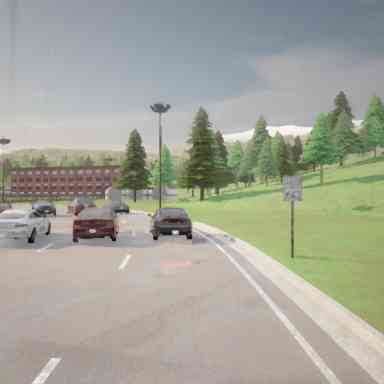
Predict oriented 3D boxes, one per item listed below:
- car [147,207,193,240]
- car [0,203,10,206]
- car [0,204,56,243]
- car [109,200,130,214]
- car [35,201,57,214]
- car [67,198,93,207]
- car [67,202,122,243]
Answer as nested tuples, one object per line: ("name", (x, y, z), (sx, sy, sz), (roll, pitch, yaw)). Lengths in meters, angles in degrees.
("car", (-1.161, 1.516, 16.977), (1.837, 1.490, 4.892), (0, 0, -10))
("car", (-17.052, 1.616, 29.646), (1.895, 1.301, 4.718), (0, 0, -31))
("car", (-8.046, 1.533, 15.717), (1.812, 1.442, 4.674), (0, 0, -10))
("car", (-8.076, 1.572, 35.094), (1.994, 1.385, 4.181), (0, 0, -31))
("car", (-14.049, 1.533, 31.445), (1.812, 1.442, 4.674), (0, 0, -31))
("car", (-11.047, 1.366, 33.244), (2.097, 1.767, 4.553), (0, 0, -31))
("car", (-4.603, 1.485, 16.347), (1.882, 1.535, 5.008), (0, 0, -10))
